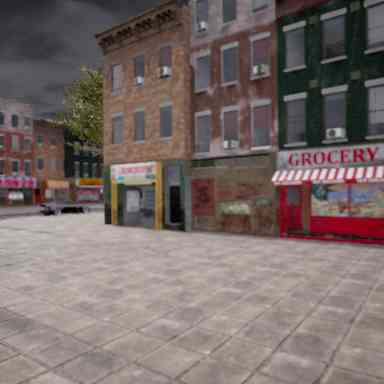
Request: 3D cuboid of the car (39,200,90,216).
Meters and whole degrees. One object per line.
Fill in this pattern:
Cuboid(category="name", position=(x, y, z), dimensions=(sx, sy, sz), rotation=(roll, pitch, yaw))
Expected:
Cuboid(category="car", position=(-10.930, 1.332, 28.656), dimensions=(1.947, 1.339, 4.313), rotation=(0, 1, 36))
